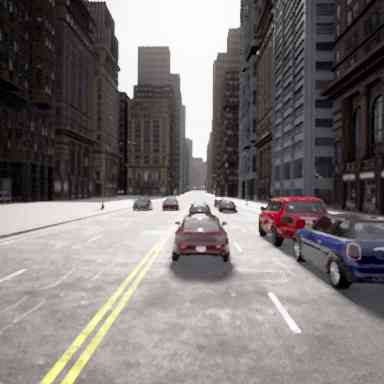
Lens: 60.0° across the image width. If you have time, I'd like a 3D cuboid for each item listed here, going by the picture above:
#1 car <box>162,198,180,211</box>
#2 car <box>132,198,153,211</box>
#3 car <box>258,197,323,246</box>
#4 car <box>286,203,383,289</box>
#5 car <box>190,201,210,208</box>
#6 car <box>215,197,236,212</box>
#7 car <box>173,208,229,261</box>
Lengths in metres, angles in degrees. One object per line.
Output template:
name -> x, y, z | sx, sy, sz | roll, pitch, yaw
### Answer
car -> -2.524, 1.444, 40.251 | 1.882, 1.535, 5.008 | 0, 0, 1
car -> -5.792, 1.445, 39.414 | 1.837, 1.490, 4.892 | 0, 0, 1
car -> 4.520, 1.251, 15.432 | 2.150, 2.045, 5.566 | 0, 0, 1
car -> 4.390, 1.380, 9.373 | 2.097, 1.767, 4.553 | 0, 0, 1
car -> 0.722, 1.555, 30.993 | 1.994, 1.385, 4.181 | 0, 0, 1
car -> 4.113, 1.586, 39.412 | 1.994, 1.385, 4.181 | 0, 0, 2
car -> 0.323, 1.519, 12.177 | 1.812, 1.442, 4.674 | 0, 0, 1
